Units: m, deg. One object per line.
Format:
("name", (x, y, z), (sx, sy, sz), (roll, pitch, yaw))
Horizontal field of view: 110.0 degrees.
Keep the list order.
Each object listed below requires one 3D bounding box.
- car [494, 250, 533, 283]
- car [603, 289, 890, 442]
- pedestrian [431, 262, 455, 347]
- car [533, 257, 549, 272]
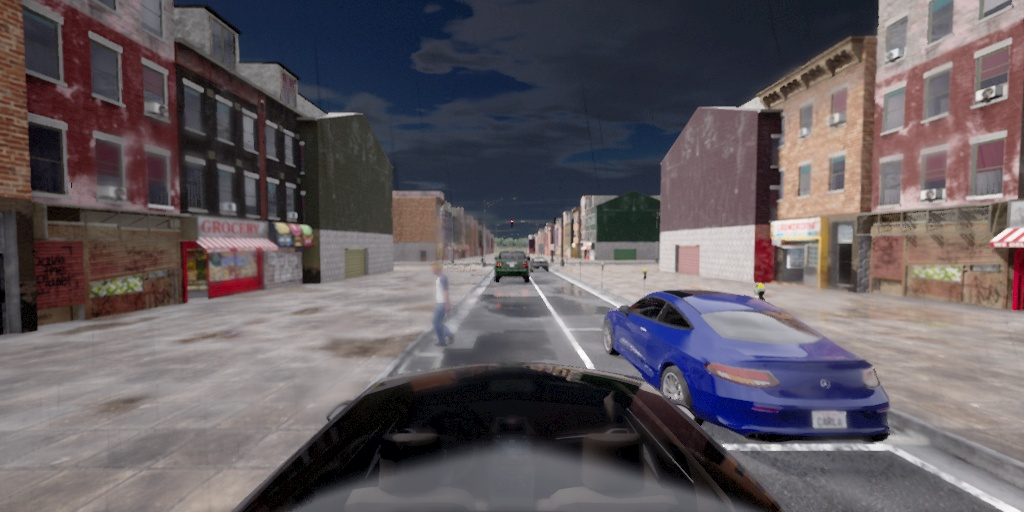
("car", (0.011, 0.616, 23.795), (2.150, 2.045, 5.566), (0, 1, 0))
("car", (2.746, 1.216, 5.404), (1.812, 1.442, 4.674), (0, 1, 0))
("pedestrian", (-1.464, 0.950, 7.470), (0.375, 1.860, 0.375), (-2, 2, -10))
("car", (2.580, 0.781, 34.223), (2.007, 1.370, 4.403), (0, 0, 0))
